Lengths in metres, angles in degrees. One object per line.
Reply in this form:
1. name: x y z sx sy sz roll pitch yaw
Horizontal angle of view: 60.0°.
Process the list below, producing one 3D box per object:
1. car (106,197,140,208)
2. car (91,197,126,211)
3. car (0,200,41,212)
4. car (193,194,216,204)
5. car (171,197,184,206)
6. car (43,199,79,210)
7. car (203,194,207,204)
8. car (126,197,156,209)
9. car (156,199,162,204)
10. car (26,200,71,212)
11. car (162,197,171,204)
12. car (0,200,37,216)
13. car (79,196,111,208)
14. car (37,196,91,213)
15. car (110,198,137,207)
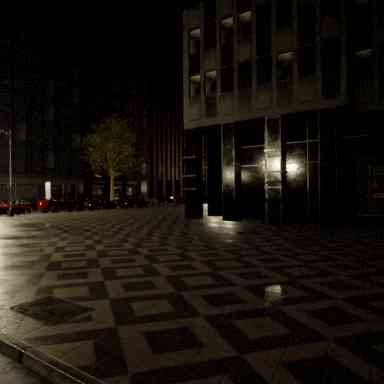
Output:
1. car: -10.323 1.496 50.256 2.128 1.511 4.902 -1 0 35
2. car: -10.547 1.524 39.831 1.947 1.339 4.313 -1 0 35
3. car: -20.763 1.642 40.055 1.947 1.339 4.313 -1 0 35
4. car: 2.381 1.283 63.018 2.097 1.767 4.553 -1 0 35
5. car: -0.913 1.462 53.735 1.887 1.381 4.507 -1 0 35
6. car: -17.551 1.641 44.690 1.802 1.307 4.206 -1 0 35
7. car: 2.298 1.222 58.371 2.192 1.841 5.009 -1 0 35
8. car: -7.336 1.509 44.465 1.947 1.339 4.313 -1 0 35
9. car: -8.012 1.544 58.455 1.752 1.417 4.829 -1 0 35
10. car: -17.271 1.638 40.264 1.895 1.301 4.718 -1 0 35
11. car: -4.703 1.574 63.231 1.947 1.339 4.313 -1 0 35
12. car: -16.970 1.576 30.562 1.802 1.307 4.206 -1 0 35
13. car: -14.341 1.484 49.325 1.967 1.590 4.097 -1 0 35
14. car: -13.761 1.290 35.198 2.192 1.841 5.009 -1 0 35
15. car: -11.127 1.612 53.960 1.802 1.307 4.206 -1 0 35
